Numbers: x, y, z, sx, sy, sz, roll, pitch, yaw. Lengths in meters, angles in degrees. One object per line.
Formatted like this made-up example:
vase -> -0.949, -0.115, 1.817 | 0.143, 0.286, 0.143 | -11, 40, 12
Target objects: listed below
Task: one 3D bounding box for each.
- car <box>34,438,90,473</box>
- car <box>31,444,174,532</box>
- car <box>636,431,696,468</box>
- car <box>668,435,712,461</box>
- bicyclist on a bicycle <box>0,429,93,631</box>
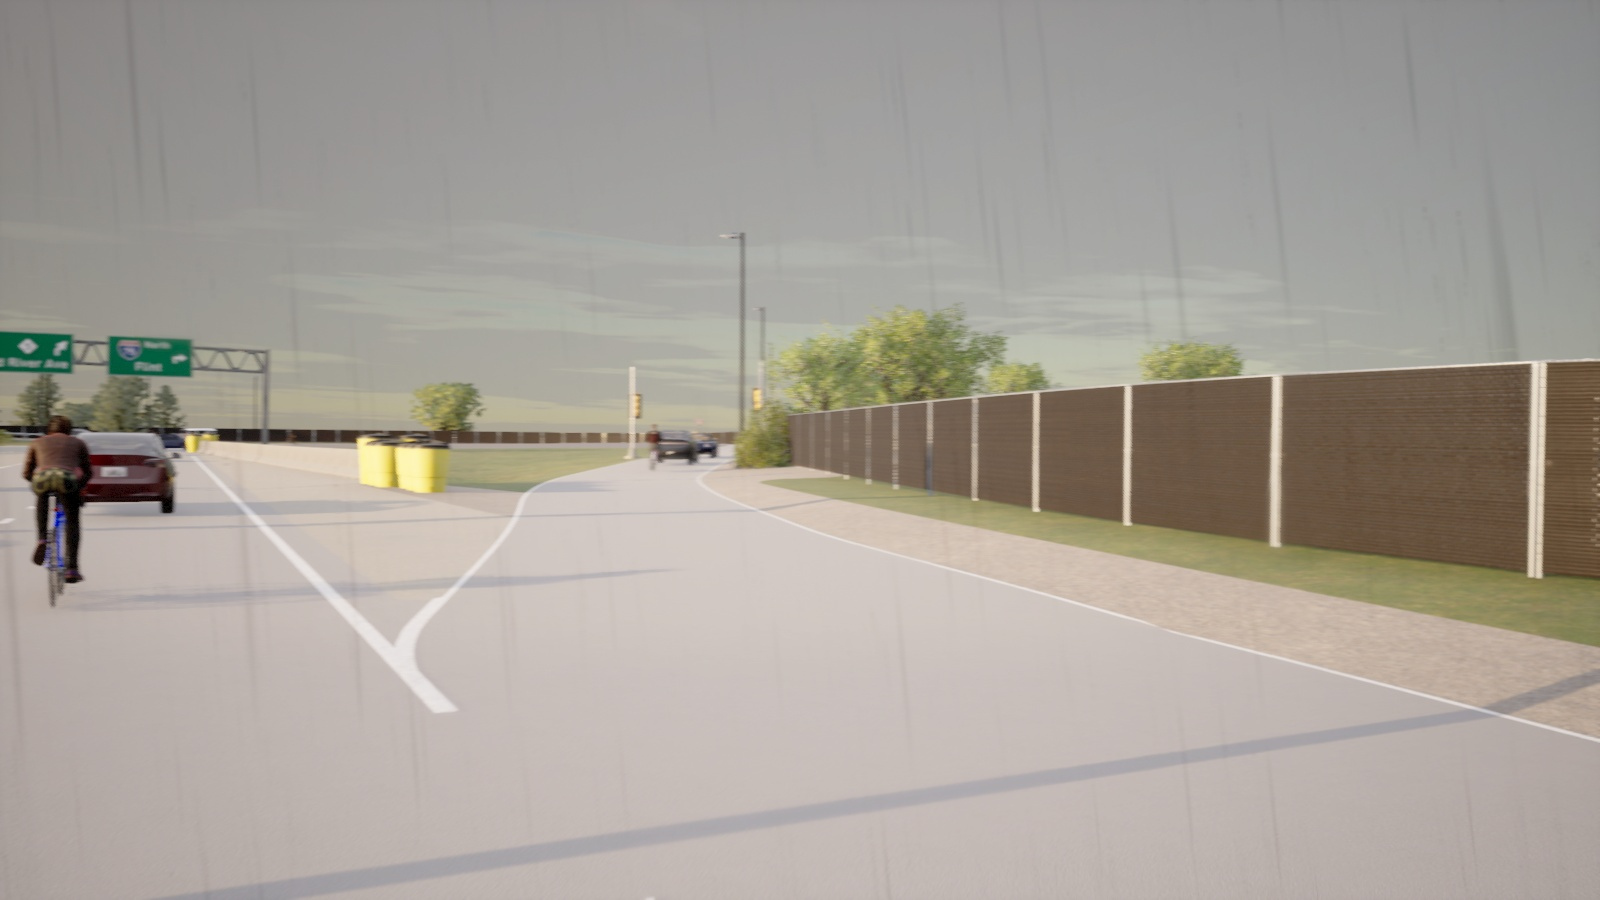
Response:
car -> -37.281, 0.253, 63.520 | 2.152, 1.651, 5.027 | -1, 1, -27
car -> -13.173, 0.633, 23.939 | 2.163, 1.488, 4.792 | -1, 0, -27
car -> -5.794, -0.063, 54.886 | 2.128, 1.511, 4.902 | -1, 1, -1
car -> -5.820, -0.135, 67.043 | 1.895, 1.301, 4.718 | -1, 1, 0
bicyclist on a bicycle -> -6.536, 0.642, 10.936 | 0.582, 1.620, 1.656 | -1, 0, -27
